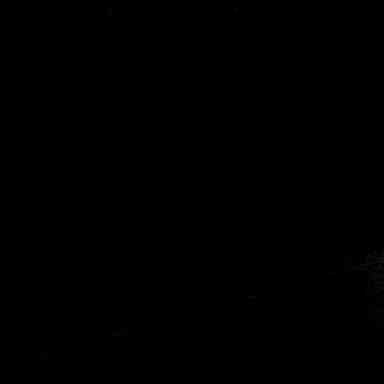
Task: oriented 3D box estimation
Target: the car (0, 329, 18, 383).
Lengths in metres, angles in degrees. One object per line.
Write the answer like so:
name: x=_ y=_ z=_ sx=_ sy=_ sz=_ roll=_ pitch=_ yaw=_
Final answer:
car: x=-3.521 y=1.513 z=1.450 sx=4.902 sy=1.511 sz=2.128 roll=-1 pitch=0 yaw=-36
